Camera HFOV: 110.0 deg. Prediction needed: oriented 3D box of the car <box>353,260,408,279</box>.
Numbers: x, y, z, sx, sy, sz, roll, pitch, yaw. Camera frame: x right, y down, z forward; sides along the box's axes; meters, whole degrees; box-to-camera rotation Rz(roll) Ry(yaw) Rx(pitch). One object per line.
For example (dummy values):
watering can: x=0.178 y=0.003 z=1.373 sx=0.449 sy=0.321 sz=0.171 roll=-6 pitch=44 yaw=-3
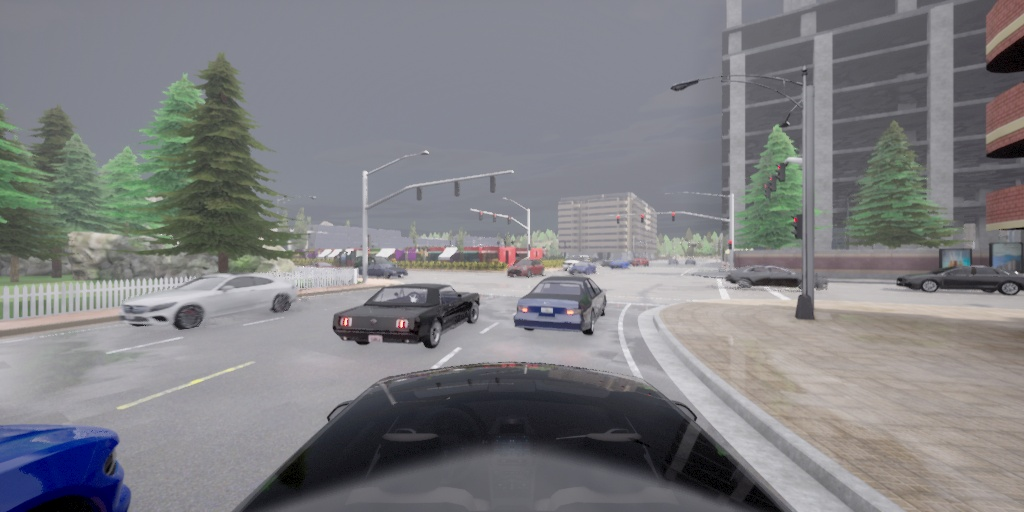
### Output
car: x=-12.063 y=1.338 z=33.164 sx=5.357 sy=1.411 sz=2.033 roll=0 pitch=0 yaw=31

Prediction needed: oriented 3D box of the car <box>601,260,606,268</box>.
car: x=16.330 y=1.283 z=60.068 sx=1.994 sy=1.385 sz=4.181 roll=0 pitch=0 yaw=30

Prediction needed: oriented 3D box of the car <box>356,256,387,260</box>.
car: x=-14.709 y=1.009 z=38.755 sx=5.566 sy=2.045 sz=2.150 roll=0 pitch=0 yaw=30

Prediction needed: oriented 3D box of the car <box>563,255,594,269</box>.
car: x=8.413 y=0.946 z=46.204 sx=2.150 sy=2.045 sz=5.566 roll=0 pitch=0 yaw=30

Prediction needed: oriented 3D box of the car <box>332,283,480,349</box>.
car: x=-2.268 y=1.347 z=9.251 sx=1.895 sy=1.301 sz=4.718 roll=0 pitch=0 yaw=11

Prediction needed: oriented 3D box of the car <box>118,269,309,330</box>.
car: x=-9.118 y=1.271 z=11.338 sx=1.812 sy=1.442 sz=4.674 roll=0 pitch=0 yaw=14

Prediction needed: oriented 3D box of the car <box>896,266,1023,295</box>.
car: x=25.018 y=1.299 z=20.027 sx=4.892 sy=1.490 sz=1.837 roll=0 pitch=0 yaw=30

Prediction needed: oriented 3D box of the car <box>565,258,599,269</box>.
car: x=7.498 y=1.288 z=37.532 sx=1.812 sy=1.442 sz=4.674 roll=0 pitch=0 yaw=30

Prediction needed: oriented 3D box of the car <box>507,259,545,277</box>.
car: x=1.373 y=1.125 z=33.843 sx=2.097 sy=1.767 sz=4.553 roll=0 pitch=0 yaw=30

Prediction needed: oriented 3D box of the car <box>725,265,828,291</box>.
car: x=15.546 y=1.287 z=21.386 sx=4.902 sy=1.511 sz=2.128 roll=0 pitch=0 yaw=33

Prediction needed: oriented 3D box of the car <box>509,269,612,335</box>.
car: x=1.666 y=1.293 z=10.612 sx=2.033 sy=1.411 sz=5.357 roll=0 pitch=0 yaw=20

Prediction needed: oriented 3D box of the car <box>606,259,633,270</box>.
car: x=15.498 y=1.201 z=51.580 sx=1.882 sy=1.535 sz=5.008 roll=0 pitch=0 yaw=30

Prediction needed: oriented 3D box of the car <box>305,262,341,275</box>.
car: x=-20.102 y=1.314 z=37.834 sx=4.674 sy=1.442 sz=1.812 roll=0 pitch=0 yaw=30
